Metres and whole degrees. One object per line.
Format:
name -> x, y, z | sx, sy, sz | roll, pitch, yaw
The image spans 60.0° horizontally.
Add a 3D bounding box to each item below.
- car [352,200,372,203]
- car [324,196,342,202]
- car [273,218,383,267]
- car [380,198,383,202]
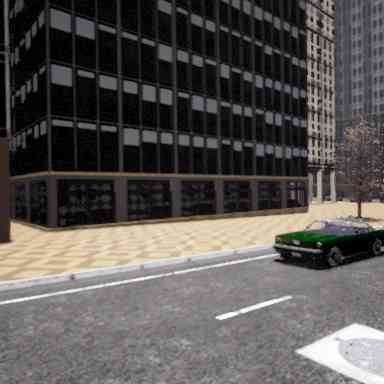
car -> 33.583, 1.459, 65.916 | 1.802, 1.307, 4.206 | -1, 1, -41
car -> 29.928, 1.411, 70.268 | 1.947, 1.339, 4.313 | -1, 1, -41
car -> 4.927, 1.614, 11.574 | 4.718, 1.301, 1.895 | 0, 0, -38
car -> 37.270, 1.475, 61.588 | 1.947, 1.339, 4.313 | -1, 1, -41
